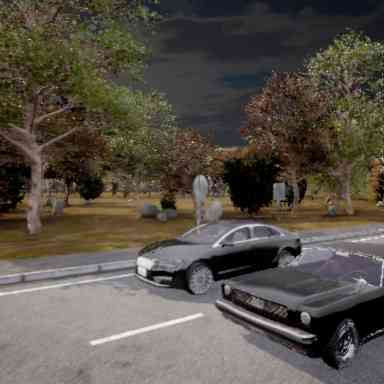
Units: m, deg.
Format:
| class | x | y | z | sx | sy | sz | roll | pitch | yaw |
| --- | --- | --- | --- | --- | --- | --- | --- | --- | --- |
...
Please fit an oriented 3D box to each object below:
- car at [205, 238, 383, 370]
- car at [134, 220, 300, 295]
| class | x | y | z | sx | sy | sz | roll | pitch | yaw |
| --- | --- | --- | --- | --- | --- | --- | --- | --- | --- |
| car | 2.722 | 1.631 | 5.861 | 4.718 | 1.301 | 1.895 | 0 | 0 | -35 |
| car | 0.894 | 1.523 | 8.853 | 4.902 | 1.511 | 2.128 | 0 | 0 | -35 |
